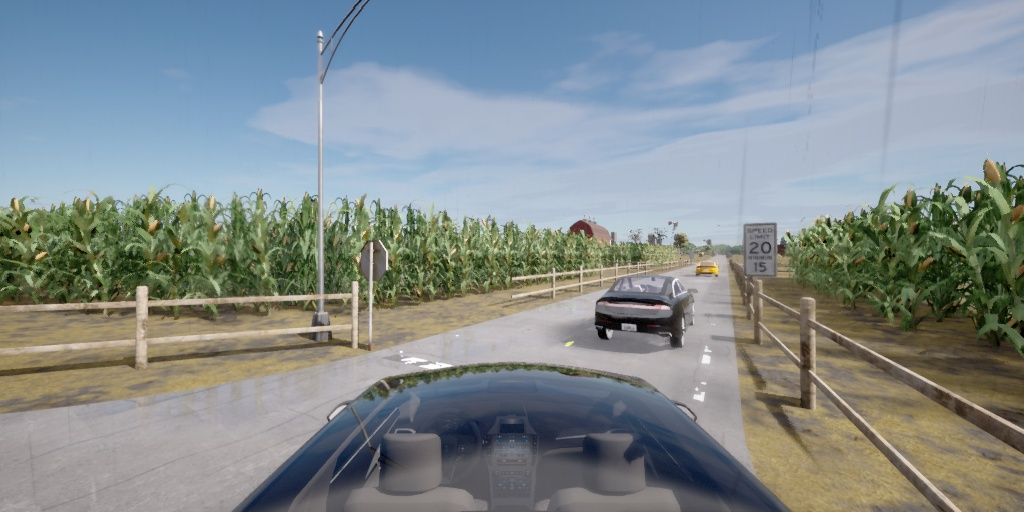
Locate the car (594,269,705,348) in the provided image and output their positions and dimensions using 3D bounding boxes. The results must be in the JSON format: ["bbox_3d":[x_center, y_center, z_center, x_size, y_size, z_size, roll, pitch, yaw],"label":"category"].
[{"bbox_3d":[3.638,1.244,9.410,2.128,1.511,4.902,0,0,31],"label":"car"}]

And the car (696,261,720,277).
[{"bbox_3d":[19.732,1.244,36.181,1.882,1.535,5.008,0,0,31],"label":"car"}]
